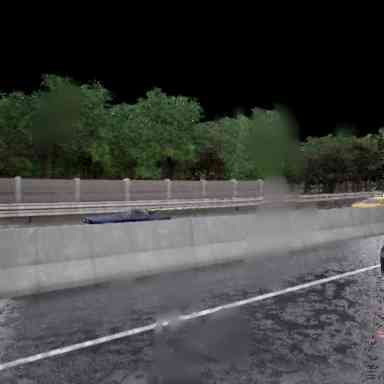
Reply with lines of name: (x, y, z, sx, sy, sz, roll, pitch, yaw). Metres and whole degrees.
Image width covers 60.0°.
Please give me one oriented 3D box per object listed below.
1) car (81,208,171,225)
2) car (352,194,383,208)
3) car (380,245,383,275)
car: (-3.616, 1.571, 18.557, 4.718, 1.301, 1.895, 0, 0, -35)
car: (15.032, 1.171, 27.154, 5.008, 1.535, 1.882, -1, 1, -34)
car: (6.632, 1.460, 8.394, 4.892, 1.490, 1.837, -1, 0, -35)
